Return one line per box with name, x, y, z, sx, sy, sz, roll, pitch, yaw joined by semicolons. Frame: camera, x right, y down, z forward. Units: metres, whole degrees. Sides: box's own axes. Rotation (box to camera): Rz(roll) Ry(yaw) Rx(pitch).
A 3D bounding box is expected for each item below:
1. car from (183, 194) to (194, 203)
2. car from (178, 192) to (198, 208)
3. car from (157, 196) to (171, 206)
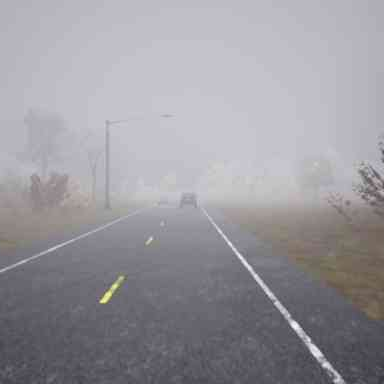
car;-0.696;1.156;63.587;1.882;1.535;5.008;0;0;-1
car;-0.437;1.013;43.970;2.150;2.045;5.566;0;0;-1
car;-4.192;1.302;51.076;2.033;1.411;5.357;0;0;0
